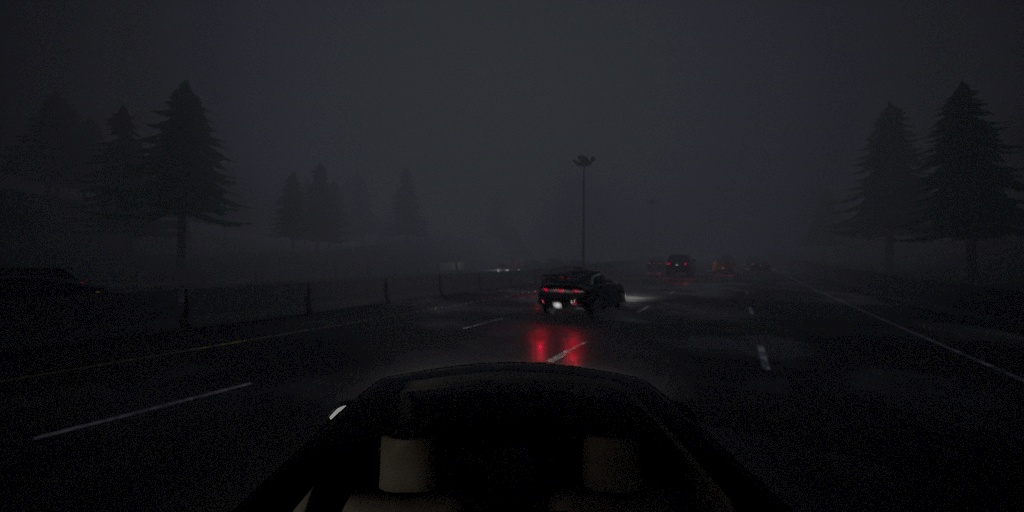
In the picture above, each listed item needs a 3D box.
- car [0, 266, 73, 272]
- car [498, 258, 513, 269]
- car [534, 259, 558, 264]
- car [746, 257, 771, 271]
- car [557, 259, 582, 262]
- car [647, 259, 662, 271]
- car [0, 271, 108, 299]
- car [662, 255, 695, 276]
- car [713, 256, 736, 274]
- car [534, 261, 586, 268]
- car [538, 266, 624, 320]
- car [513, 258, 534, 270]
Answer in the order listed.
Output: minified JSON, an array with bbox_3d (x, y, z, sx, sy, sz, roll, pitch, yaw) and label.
[{"bbox_3d":[-18.482,1.173,12.696,2.097,1.767,4.553,0,-1,32],"label":"car"},{"bbox_3d":[-0.257,1.064,54.781,2.097,1.767,4.553,0,1,32],"label":"car"},{"bbox_3d":[5.658,1.163,51.038,2.128,1.511,4.902,0,1,32],"label":"car"},{"bbox_3d":[29.321,1.056,42.471,1.994,1.385,4.181,0,0,32],"label":"car"},{"bbox_3d":[8.626,1.215,49.181,2.033,1.411,5.357,0,1,32],"label":"car"},{"bbox_3d":[17.960,1.088,44.115,2.128,1.511,4.902,0,0,32],"label":"car"},{"bbox_3d":[-15.561,1.334,10.766,1.812,1.442,4.674,0,-1,32],"label":"car"},{"bbox_3d":[16.860,0.906,35.769,2.150,2.045,5.566,0,0,32],"label":"car"},{"bbox_3d":[23.177,1.073,39.258,1.882,1.535,5.008,0,0,32],"label":"car"},{"bbox_3d":[3.440,1.296,20.940,1.882,1.535,5.008,0,0,32],"label":"car"},{"bbox_3d":[2.697,1.300,13.161,2.128,1.511,4.902,0,0,32],"label":"car"},{"bbox_3d":[2.692,1.175,52.896,2.128,1.511,4.902,0,1,32],"label":"car"}]
